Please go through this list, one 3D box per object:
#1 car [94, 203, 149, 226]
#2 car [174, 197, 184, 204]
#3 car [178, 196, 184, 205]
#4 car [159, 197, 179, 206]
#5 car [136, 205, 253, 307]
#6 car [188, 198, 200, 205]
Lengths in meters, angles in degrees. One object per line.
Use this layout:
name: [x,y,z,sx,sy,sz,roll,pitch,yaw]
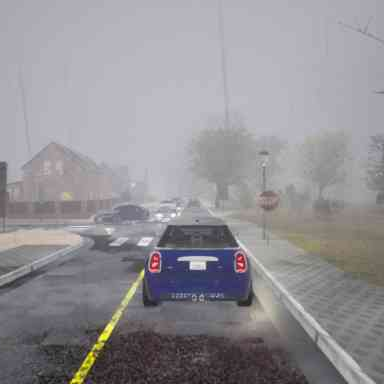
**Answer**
car: [-4.985,1.577,24.451,1.812,1.442,4.674,0,1,33]
car: [-2.565,1.653,66.232,1.837,1.490,4.892,0,-1,1]
car: [-2.668,1.597,51.804,1.837,1.490,4.892,0,0,0]
car: [-2.739,1.577,37.916,1.812,1.442,4.674,0,0,0]
car: [0.115,1.356,8.158,2.097,1.767,4.553,0,0,0]
car: [0.259,1.638,51.508,2.033,1.411,5.357,0,0,0]
